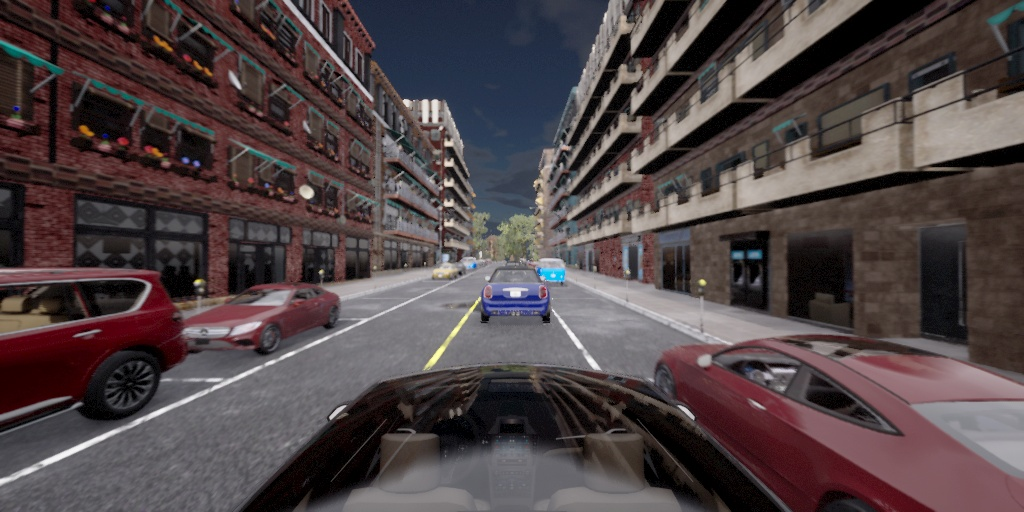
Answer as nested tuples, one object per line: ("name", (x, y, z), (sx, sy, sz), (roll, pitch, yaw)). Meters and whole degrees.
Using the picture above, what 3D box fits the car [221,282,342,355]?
("car", (-5.688, 1.329, 8.684), (1.802, 1.307, 4.207), (0, 0, 0))

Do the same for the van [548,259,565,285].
("van", (2.698, 1.078, 25.356), (1.690, 1.789, 3.998), (0, 0, 0))

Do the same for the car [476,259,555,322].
("car", (0.102, 1.096, 12.341), (2.097, 1.767, 4.553), (0, 0, 0))

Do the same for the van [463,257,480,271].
("van", (-5.683, 1.068, 47.682), (1.690, 1.789, 3.998), (0, 0, 0))

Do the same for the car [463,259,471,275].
("car", (-5.684, 1.298, 36.539), (1.948, 1.339, 4.313), (0, 0, 0))

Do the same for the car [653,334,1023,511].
("car", (2.691, 1.331, 3.072), (1.802, 1.307, 4.207), (0, 0, 0))

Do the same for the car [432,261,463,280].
("car", (-5.685, 1.261, 30.798), (1.751, 1.417, 4.829), (0, 0, 0))

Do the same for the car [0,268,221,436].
("car", (-5.689, 1.064, 3.113), (2.192, 1.841, 5.009), (0, 0, 0))
